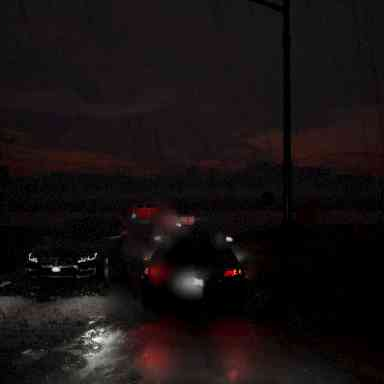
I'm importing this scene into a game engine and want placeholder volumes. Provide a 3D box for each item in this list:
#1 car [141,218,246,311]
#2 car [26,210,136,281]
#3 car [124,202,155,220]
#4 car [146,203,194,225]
[{"bbox_3d":[0.046,1.552,7.807,1.994,1.385,4.181,0,0,1],"label":"car"},{"bbox_3d":[-3.058,1.491,9.869,1.837,1.490,4.892,0,0,0],"label":"car"},{"bbox_3d":[-3.337,1.539,27.420,4.674,1.442,1.812,-1,1,1],"label":"car"},{"bbox_3d":[-1.380,1.571,20.770,1.895,1.301,4.718,0,0,-17],"label":"car"}]
